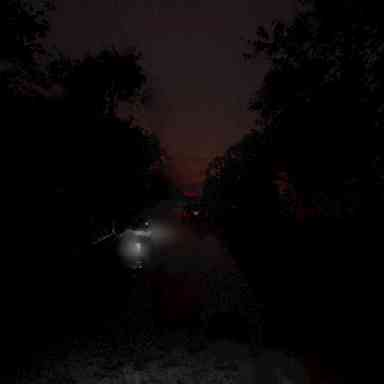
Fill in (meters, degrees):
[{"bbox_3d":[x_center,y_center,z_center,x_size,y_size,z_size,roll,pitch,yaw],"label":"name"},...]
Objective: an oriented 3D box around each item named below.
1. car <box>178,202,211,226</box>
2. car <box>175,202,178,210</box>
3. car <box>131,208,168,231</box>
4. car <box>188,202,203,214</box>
[{"bbox_3d":[0.299,1.556,25.390,2.097,1.767,4.553,0,-1,1],"label":"car"},{"bbox_3d":[-2.135,2.601,62.714,2.128,1.511,4.902,0,-2,1],"label":"car"},{"bbox_3d":[-2.687,1.726,21.894,1.994,1.385,4.181,0,-1,1],"label":"car"},{"bbox_3d":[0.482,2.025,42.977,1.882,1.535,5.008,0,-1,1],"label":"car"}]
